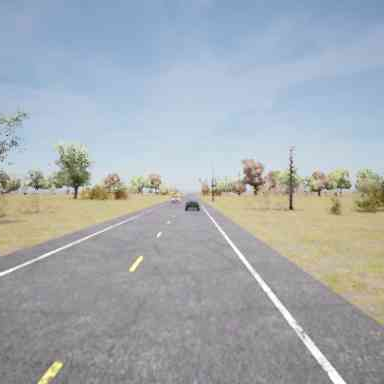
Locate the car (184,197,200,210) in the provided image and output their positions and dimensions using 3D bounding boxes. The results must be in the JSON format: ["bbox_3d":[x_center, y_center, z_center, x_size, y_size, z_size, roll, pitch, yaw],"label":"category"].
[{"bbox_3d":[0.059,1.611,43.944,1.837,1.490,4.892,0,0,0],"label":"car"}]

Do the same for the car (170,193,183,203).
[{"bbox_3d":[-3.566,1.523,71.566,2.097,1.767,4.553,0,0,0],"label":"car"}]
